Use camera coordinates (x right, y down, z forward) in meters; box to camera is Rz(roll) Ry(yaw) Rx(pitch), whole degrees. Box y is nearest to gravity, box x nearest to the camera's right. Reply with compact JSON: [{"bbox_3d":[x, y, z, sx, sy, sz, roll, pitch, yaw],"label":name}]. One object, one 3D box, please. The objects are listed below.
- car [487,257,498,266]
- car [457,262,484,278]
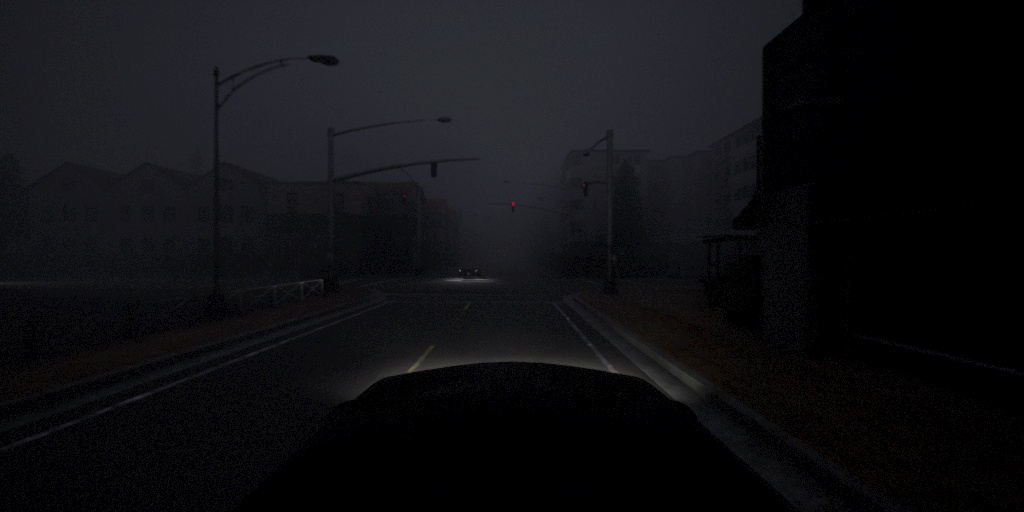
[{"bbox_3d":[-3.506,0.937,64.150,1.812,1.442,4.674,0,0,0],"label":"car"},{"bbox_3d":[-3.482,1.198,30.984,1.812,1.442,4.674,1,-1,0],"label":"car"}]
